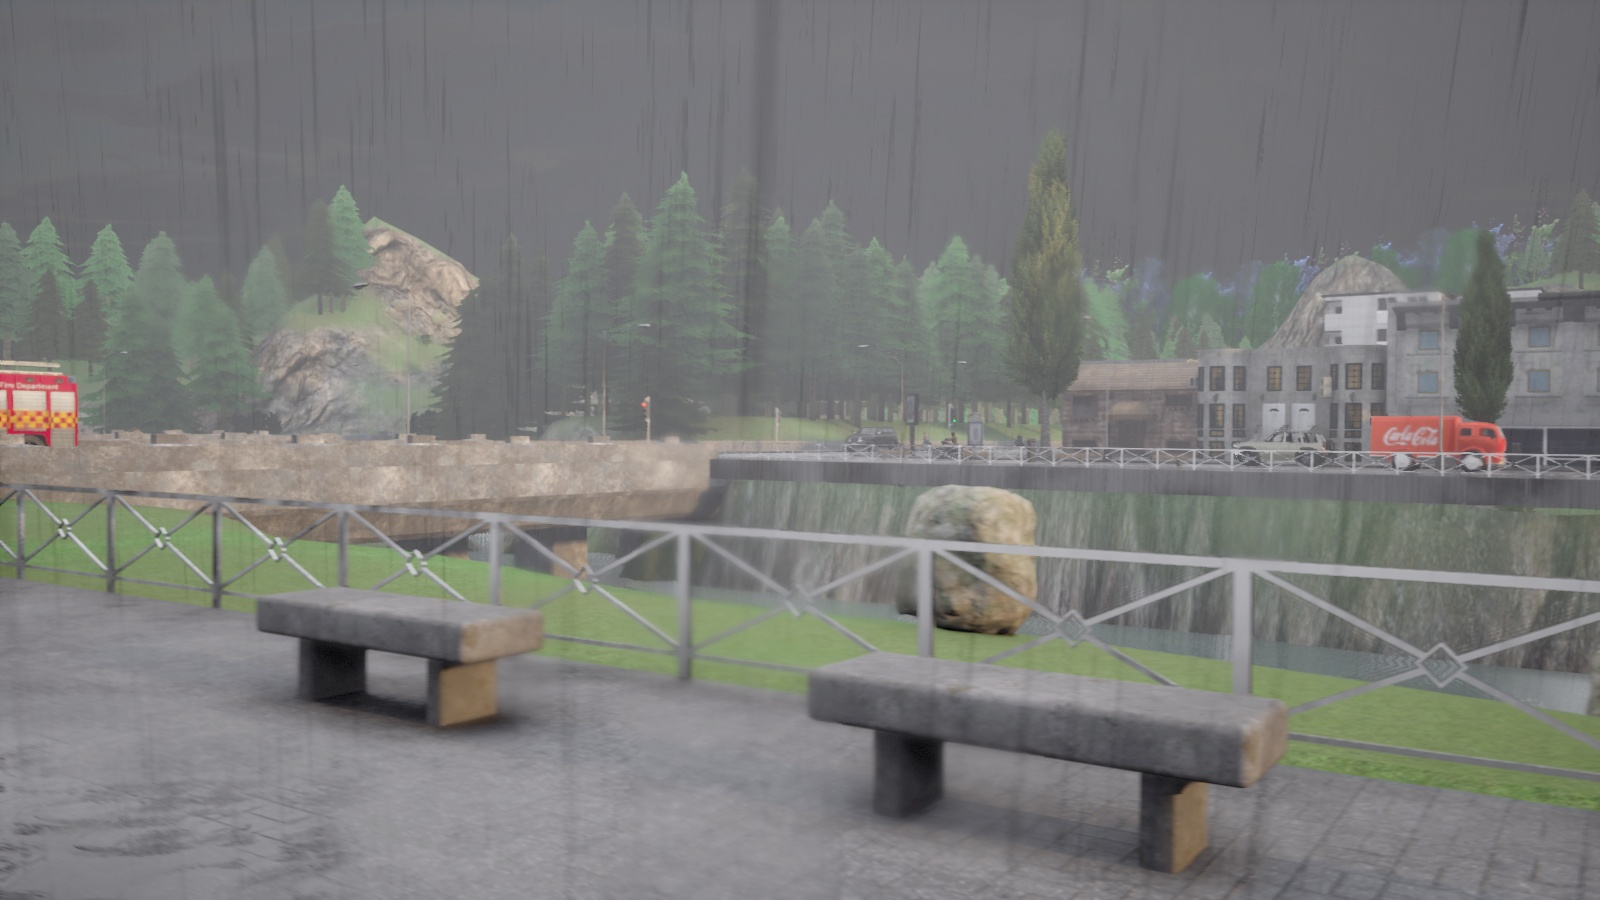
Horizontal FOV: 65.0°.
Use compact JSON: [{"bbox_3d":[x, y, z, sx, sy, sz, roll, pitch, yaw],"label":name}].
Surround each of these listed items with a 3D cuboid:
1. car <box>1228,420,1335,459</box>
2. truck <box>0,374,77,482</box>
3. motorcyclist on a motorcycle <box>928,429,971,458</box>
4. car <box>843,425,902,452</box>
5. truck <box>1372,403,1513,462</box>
[{"bbox_3d":[23.888,-0.519,62.358,4.605,1.855,1.932,0,1,34],"label":"car"},{"bbox_3d":[-30.405,-0.756,43.866,2.891,3.827,8.468,0,1,34],"label":"truck"},{"bbox_3d":[8.632,-0.386,72.490,2.350,1.649,0.766,0,1,34],"label":"motorcyclist on a motorcycle"},{"bbox_3d":[5.699,-0.941,98.197,2.150,2.045,5.566,0,1,33],"label":"car"},{"bbox_3d":[28.016,-0.756,54.812,5.204,2.467,2.627,0,1,34],"label":"truck"}]
